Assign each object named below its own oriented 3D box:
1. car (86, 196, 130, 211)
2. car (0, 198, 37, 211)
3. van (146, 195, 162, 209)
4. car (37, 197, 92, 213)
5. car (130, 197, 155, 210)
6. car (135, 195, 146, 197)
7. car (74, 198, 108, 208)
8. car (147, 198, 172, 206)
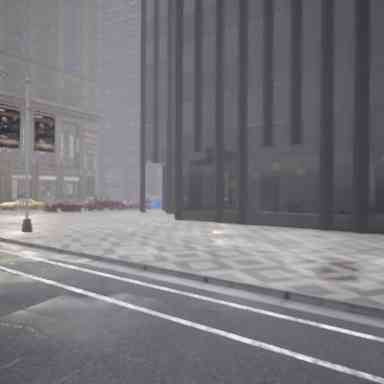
[{"bbox_3d":[-10.107,1.335,38.511,2.192,1.841,5.009,0,-1,36],"label":"car"},{"bbox_3d":[-20.098,1.408,39.217,1.752,1.417,4.829,0,-1,36],"label":"car"},{"bbox_3d":[-4.169,1.499,46.773,1.690,1.788,3.998,0,-1,36],"label":"van"},{"bbox_3d":[-13.076,1.495,34.376,1.887,1.381,4.507,0,-1,36],"label":"car"},{"bbox_3d":[-7.139,1.671,42.638,1.802,1.307,4.206,0,-1,36],"label":"car"},{"bbox_3d":[-8.612,1.465,55.241,2.192,1.841,5.009,0,-1,36],"label":"car"},{"bbox_3d":[-14.306,1.568,47.296,2.008,1.369,4.403,0,-1,36],"label":"car"},{"bbox_3d":[-5.766,1.760,59.209,1.887,1.381,4.507,0,-1,36],"label":"car"}]
